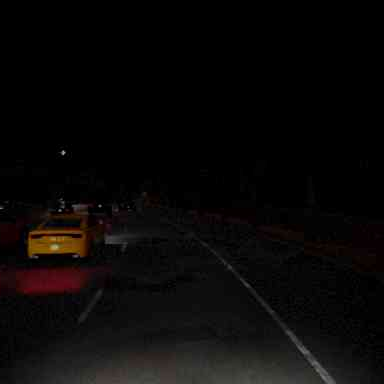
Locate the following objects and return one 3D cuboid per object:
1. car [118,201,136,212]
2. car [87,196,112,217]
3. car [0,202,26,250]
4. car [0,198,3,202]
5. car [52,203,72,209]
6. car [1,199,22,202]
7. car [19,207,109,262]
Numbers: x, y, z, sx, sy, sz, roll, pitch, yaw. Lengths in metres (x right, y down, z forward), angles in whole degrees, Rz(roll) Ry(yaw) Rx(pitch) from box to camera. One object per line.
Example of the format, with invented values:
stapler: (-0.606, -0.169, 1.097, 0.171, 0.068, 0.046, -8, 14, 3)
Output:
car: (-8.355, 1.805, 42.891, 1.994, 1.385, 4.181, 0, -1, -16)
car: (-9.243, 1.417, 33.350, 2.150, 2.045, 5.566, 0, 0, -16)
car: (-8.098, 1.436, 12.913, 2.097, 1.767, 4.553, 0, 0, -8)
car: (-37.154, 1.940, 66.471, 2.097, 1.767, 4.553, 0, -1, -16)
car: (-12.624, 1.753, 32.486, 2.033, 1.411, 5.357, 0, 0, -16)
car: (-23.525, 1.914, 44.305, 1.895, 1.301, 4.718, 0, 0, -16)
car: (-4.508, 1.551, 12.582, 1.882, 1.535, 5.008, 0, 0, -7)
